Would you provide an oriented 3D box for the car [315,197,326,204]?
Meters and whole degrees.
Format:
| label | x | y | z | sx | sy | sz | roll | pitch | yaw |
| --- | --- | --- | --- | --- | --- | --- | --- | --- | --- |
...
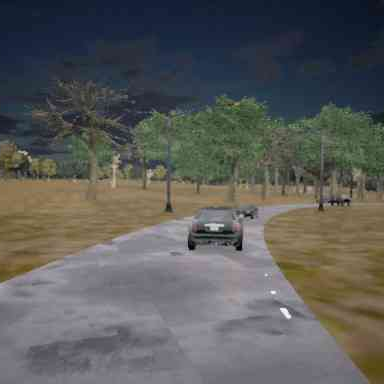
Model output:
| label | x | y | z | sx | sy | sz | roll | pitch | yaw |
| --- | --- | --- | --- | --- | --- | --- | --- | --- | --- |
| car | 27.917 | 1.828 | 70.729 | 4.181 | 1.385 | 1.994 | 1 | 1 | -44 |

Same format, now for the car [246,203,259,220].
| label | x | y | z | sx | sy | sz | roll | pitch | yaw |
| --- | --- | --- | --- | --- | --- | --- | --- | --- | --- |
| car | 4.604 | 1.630 | 28.737 | 1.895 | 1.301 | 4.718 | 1 | 0 | 18 |

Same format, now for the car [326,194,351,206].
| label | x | y | z | sx | sy | sz | roll | pitch | yaw |
| --- | --- | --- | --- | --- | --- | --- | --- | --- | --- |
| car | 27.422 | 1.403 | 61.399 | 2.150 | 2.045 | 5.566 | 2 | 0 | 43 |

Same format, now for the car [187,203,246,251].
| label | x | y | z | sx | sy | sz | roll | pitch | yaw |
| --- | --- | --- | --- | --- | --- | --- | --- | --- | --- |
| car | 1.153 | 1.362 | 14.326 | 2.097 | 1.767 | 4.553 | 0 | 0 | 9 |
